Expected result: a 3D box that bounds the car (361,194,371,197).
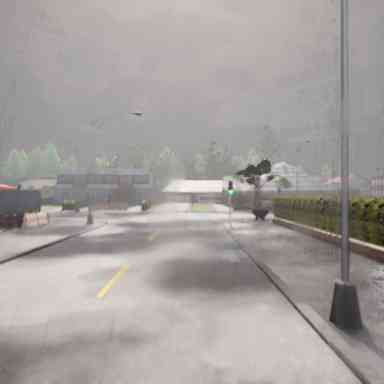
[{"bbox_3d":[37.995,1.268,71.698,1.905,1.878,3.866,0,0,0],"label":"car"}]
